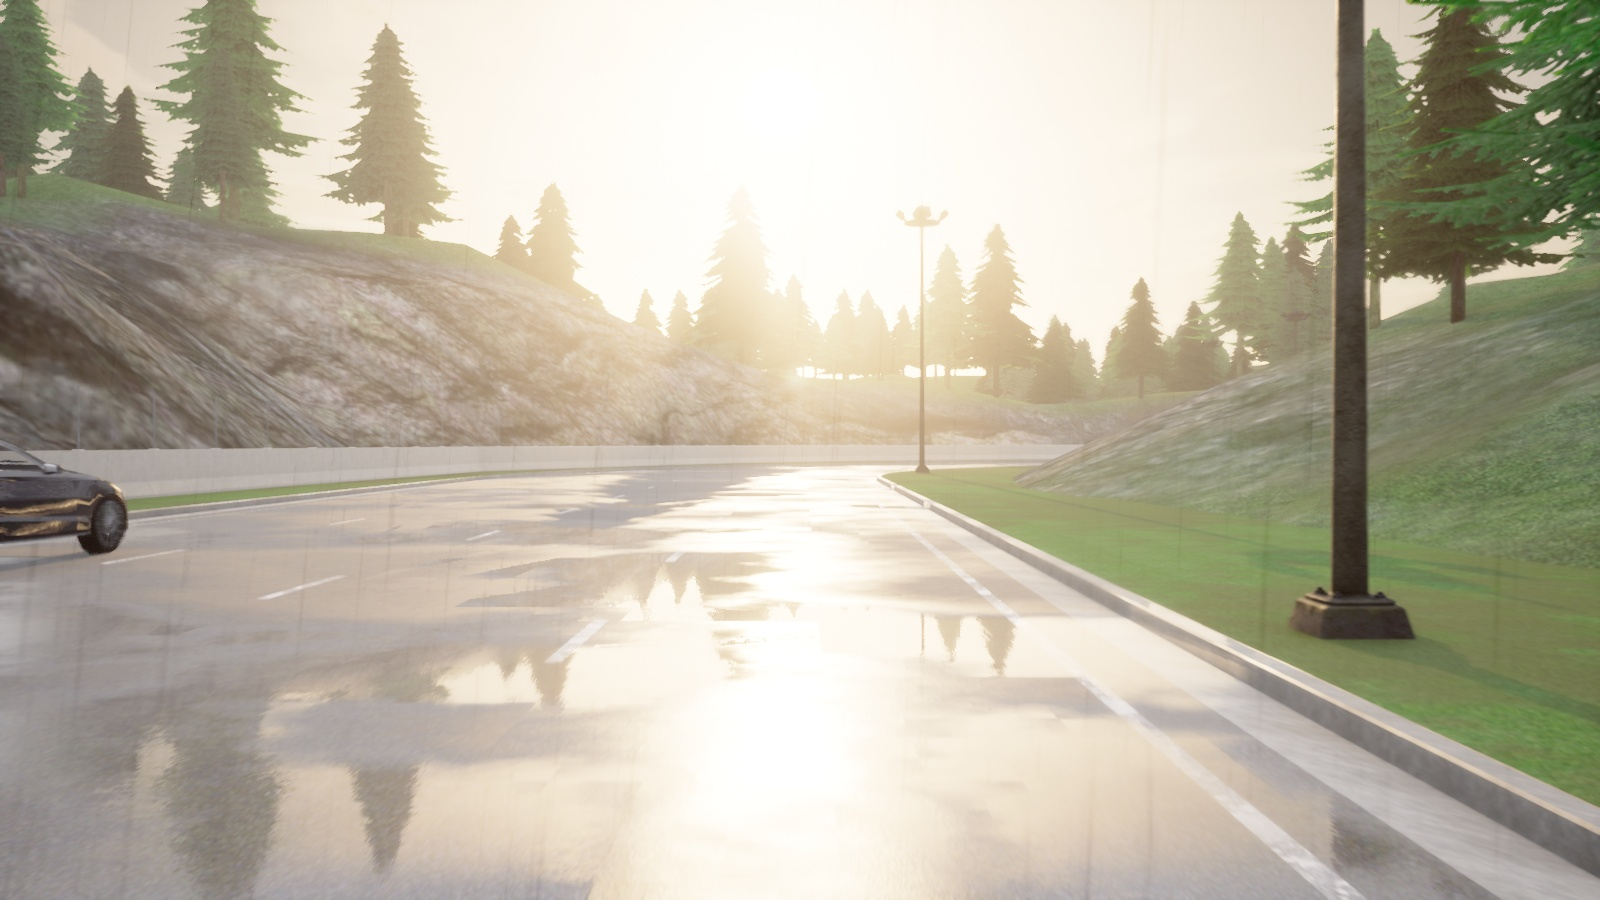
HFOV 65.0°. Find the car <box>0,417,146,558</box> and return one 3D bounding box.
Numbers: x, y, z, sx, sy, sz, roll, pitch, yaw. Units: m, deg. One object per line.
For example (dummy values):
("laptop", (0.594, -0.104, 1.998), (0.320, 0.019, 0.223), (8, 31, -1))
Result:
("car", (-10.397, 0.431, 15.353), (2.152, 1.651, 5.027), (0, 0, 0))
